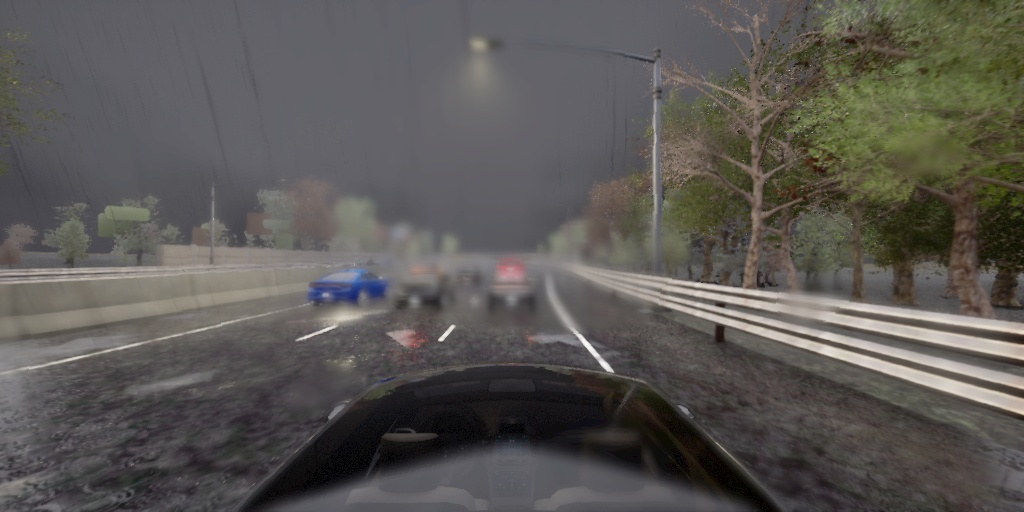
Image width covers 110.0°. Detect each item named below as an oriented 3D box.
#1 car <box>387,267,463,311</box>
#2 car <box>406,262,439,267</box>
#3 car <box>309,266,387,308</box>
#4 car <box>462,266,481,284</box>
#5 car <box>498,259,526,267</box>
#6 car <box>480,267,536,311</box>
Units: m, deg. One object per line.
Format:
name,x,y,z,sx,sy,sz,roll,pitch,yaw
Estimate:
car,-3.483,1.403,15.357,1.837,1.490,4.892,0,0,1
car,-6.991,1.412,30.261,2.097,1.767,4.553,0,-1,1
car,-6.977,1.381,16.085,1.882,1.535,5.008,0,0,1
car,-3.491,1.569,30.353,1.837,1.490,4.892,0,0,1
car,-0.004,1.277,29.443,2.150,2.045,5.566,0,0,0
car,0.017,1.388,15.350,2.128,1.511,4.902,0,0,1
